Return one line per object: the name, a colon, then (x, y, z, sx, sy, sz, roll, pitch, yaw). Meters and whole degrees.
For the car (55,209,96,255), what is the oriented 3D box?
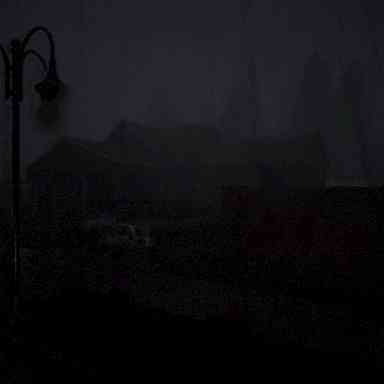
car: (-3.024, 1.183, 12.710, 1.905, 1.878, 3.866, 0, 0, 35)

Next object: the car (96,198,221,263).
car: (-0.749, 1.179, 11.573, 1.932, 1.855, 4.605, 0, 0, 35)
